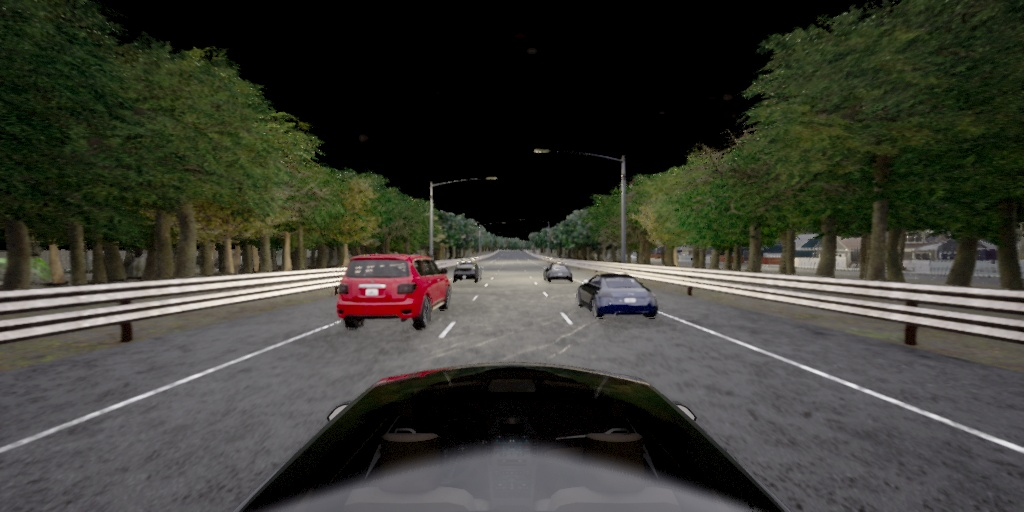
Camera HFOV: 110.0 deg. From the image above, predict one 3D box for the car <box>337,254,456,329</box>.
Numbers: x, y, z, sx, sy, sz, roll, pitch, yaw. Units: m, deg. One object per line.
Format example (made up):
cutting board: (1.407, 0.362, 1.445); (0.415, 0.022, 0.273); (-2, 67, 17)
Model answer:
car: (-3.405, 0.976, 11.403); (2.150, 2.045, 5.566); (0, 0, 0)

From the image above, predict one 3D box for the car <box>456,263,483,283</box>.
car: (-3.410, 1.250, 28.050); (1.837, 1.490, 4.892); (0, 0, 0)

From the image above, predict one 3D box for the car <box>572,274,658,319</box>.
car: (3.594, 1.319, 12.903); (1.994, 1.385, 4.181); (0, 0, 0)

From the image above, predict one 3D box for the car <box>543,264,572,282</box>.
car: (3.590, 1.308, 28.592); (1.994, 1.385, 4.181); (0, 0, 0)
